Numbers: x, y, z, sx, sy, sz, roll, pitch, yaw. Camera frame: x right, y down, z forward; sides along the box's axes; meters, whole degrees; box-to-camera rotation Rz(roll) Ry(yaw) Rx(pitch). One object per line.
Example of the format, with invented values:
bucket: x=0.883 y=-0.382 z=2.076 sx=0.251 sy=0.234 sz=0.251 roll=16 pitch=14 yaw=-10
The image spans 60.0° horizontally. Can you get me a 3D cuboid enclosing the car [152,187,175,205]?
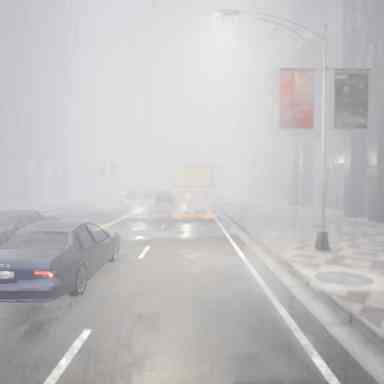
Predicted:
car: x=-3.145 y=0.610 z=39.690 sx=2.097 sy=1.767 sz=4.553 roll=0 pitch=1 yaw=0

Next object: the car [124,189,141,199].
car: x=-9.780 y=0.296 z=55.184 sx=2.097 sy=1.767 sz=4.553 roll=0 pitch=1 yaw=1

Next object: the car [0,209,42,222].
car: x=-6.596 y=1.339 z=11.966 sx=2.033 sy=1.411 sz=5.357 roll=0 pitch=1 yaw=0

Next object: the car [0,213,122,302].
car: x=-3.149 y=1.407 z=8.160 sx=2.033 sy=1.411 sz=5.357 roll=0 pitch=1 yaw=0

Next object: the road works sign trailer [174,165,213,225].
road works sign trailer: x=0.070 y=0.097 z=20.670 sx=2.380 sy=3.560 sz=2.880 roll=0 pitch=1 yaw=0

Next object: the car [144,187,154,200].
car: x=-6.529 y=0.165 z=54.837 sx=2.150 sy=2.045 sz=5.566 roll=0 pitch=1 yaw=1
